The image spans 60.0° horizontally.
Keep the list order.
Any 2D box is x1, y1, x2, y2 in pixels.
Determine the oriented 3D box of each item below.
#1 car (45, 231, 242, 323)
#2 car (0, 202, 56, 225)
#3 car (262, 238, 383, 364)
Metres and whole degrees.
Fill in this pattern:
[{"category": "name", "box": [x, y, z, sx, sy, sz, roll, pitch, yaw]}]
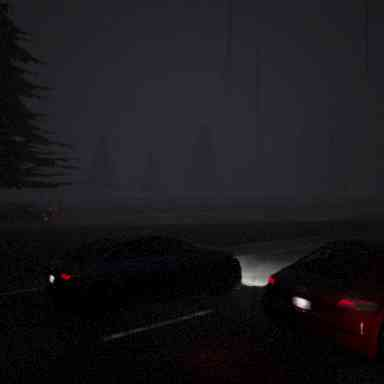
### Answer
[{"category": "car", "box": [-0.916, 1.550, 7.243, 4.181, 1.385, 1.994, -1, 0, -35]}, {"category": "car", "box": [-12.663, 1.622, 23.793, 4.718, 1.301, 1.895, 0, 0, -2]}, {"category": "car", "box": [3.226, 1.524, 5.812, 4.181, 1.385, 1.994, -1, 0, -33]}]
